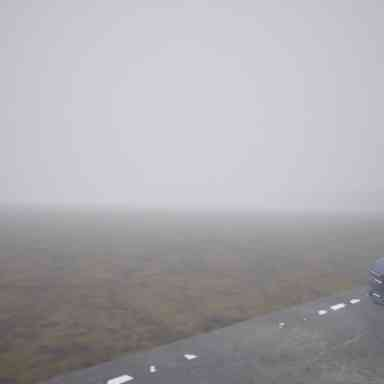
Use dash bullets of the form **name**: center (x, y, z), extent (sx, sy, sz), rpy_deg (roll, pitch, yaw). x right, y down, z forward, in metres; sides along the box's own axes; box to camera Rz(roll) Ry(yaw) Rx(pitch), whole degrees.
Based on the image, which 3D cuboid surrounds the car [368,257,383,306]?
- **car**: center (5.775, 1.614, 7.240), extent (5.008, 1.535, 1.882), rpy_deg (1, -1, -36)
